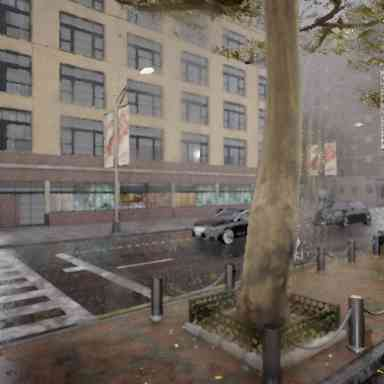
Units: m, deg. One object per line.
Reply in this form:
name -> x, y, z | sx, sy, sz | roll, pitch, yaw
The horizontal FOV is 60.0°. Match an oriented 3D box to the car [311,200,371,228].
car -> 9.916, 1.348, 22.086 | 4.553, 1.767, 2.097 | 0, 0, -38

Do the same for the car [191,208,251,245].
car -> 2.186, 1.533, 15.992 | 4.902, 1.511, 2.128 | 0, 0, -38
